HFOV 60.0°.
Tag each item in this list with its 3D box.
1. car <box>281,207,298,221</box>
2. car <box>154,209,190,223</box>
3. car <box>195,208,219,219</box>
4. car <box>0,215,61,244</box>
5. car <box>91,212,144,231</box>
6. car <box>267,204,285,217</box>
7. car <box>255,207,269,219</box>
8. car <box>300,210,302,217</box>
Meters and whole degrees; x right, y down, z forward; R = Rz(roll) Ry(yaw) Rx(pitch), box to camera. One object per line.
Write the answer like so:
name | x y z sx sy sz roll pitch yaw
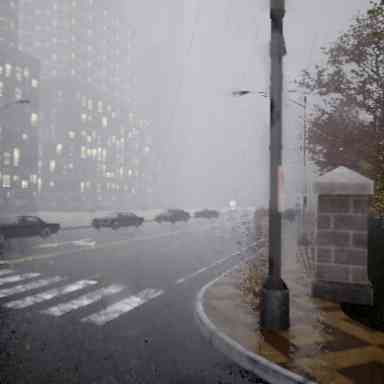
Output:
car | 11.761 2.850 41.732 1.837 1.490 4.892 0 -2 24
car | -1.923 2.468 34.874 2.033 1.411 5.357 0 -2 23
car | 1.984 2.836 43.930 1.895 1.301 4.718 0 -2 23
car | -9.347 1.919 17.469 1.895 1.301 4.718 0 -2 23
car | -5.717 2.214 25.979 1.895 1.301 4.718 0 -2 23
car | 14.003 2.972 55.135 2.150 2.045 5.566 0 -2 23
car | 10.005 2.902 45.758 1.882 1.535 5.008 0 -2 23
car | 15.770 3.179 51.244 1.837 1.490 4.892 0 -2 23
